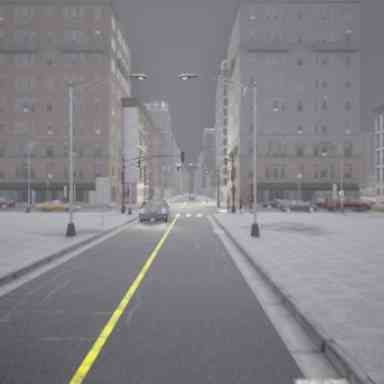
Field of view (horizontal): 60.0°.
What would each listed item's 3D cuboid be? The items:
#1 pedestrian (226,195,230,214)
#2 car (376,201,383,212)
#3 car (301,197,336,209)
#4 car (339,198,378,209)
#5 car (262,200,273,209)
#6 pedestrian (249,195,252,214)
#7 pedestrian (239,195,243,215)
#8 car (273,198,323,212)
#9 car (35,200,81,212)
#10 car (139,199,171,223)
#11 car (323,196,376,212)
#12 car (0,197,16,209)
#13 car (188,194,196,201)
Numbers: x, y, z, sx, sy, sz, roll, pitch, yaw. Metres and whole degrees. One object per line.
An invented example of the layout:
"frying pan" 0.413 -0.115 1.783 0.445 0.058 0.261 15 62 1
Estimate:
"pedestrian" 3.506 1.166 32.021 0.375 1.860 0.375 0 0 0
"car" 22.748 1.579 37.204 4.829 1.417 1.752 0 0 0
"car" 17.174 1.460 45.232 4.097 1.590 1.967 0 0 0
"car" 22.584 1.572 45.229 4.403 1.369 2.008 0 0 0
"car" 11.765 1.563 45.236 4.507 1.381 1.887 0 0 0
"pedestrian" 5.506 1.172 31.421 0.375 1.860 0.375 0 0 0
"pedestrian" 4.506 1.165 30.821 0.375 1.860 0.375 0 0 0
"car" 11.759 1.601 37.211 4.403 1.369 2.008 0 0 0
"car" -14.917 1.569 37.230 4.829 1.417 1.752 0 0 0
"car" -2.790 1.367 25.939 2.097 1.767 4.553 0 0 0
"car" 17.168 1.367 37.207 5.009 1.841 2.192 0 0 0
"car" -26.404 1.449 45.263 4.097 1.590 1.967 0 0 0
"car" -0.011 1.604 87.526 1.812 1.442 4.674 0 0 0
